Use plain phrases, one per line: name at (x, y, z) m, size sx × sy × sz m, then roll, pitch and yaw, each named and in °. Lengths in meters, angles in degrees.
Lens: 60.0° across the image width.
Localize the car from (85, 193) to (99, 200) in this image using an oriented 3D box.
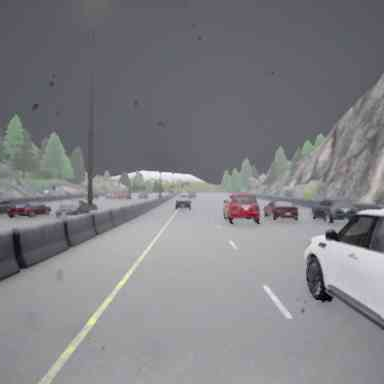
car at (-20.950, 0.928, 69.663) m, size 2.128 × 1.511 × 4.902 m, roll 0°, pitch 1°, yaw 0°

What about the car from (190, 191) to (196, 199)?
car at (0.055, 0.730, 75.694) m, size 2.033 × 1.411 × 5.357 m, roll 0°, pitch 1°, yaw 0°

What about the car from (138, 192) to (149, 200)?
car at (-10.449, 0.859, 71.878) m, size 1.837 × 1.490 × 4.892 m, roll 0°, pitch 1°, yaw 0°

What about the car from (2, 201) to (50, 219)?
car at (-14.075, 1.552, 28.954) m, size 1.895 × 1.301 × 4.718 m, roll 0°, pitch 0°, yaw 0°

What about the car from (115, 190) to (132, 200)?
car at (-13.950, 0.628, 69.623) m, size 2.150 × 2.045 × 5.566 m, roll 0°, pitch 1°, yaw 0°

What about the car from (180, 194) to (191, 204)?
car at (-1.010, 1.157, 56.125) m, size 1.812 × 1.442 × 4.674 m, roll 0°, pitch 1°, yaw 0°

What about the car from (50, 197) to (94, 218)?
car at (-10.573, 1.471, 29.767) m, size 1.812 × 1.442 × 4.674 m, roll 0°, pitch 0°, yaw 0°

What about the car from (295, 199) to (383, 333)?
car at (3.604, 1.237, 5.198) m, size 2.150 × 2.045 × 5.566 m, roll 0°, pitch 0°, yaw 0°

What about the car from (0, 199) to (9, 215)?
car at (-17.574, 1.451, 29.666) m, size 1.837 × 1.490 × 4.892 m, roll 0°, pitch 1°, yaw 0°

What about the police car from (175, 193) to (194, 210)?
police car at (-1.021, 1.274, 40.219) m, size 1.930 × 1.638 × 5.238 m, roll 0°, pitch 1°, yaw 0°

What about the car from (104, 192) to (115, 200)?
car at (-17.449, 0.714, 71.911) m, size 2.097 × 1.767 × 4.553 m, roll 0°, pitch 1°, yaw 0°

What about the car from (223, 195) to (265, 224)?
car at (3.618, 1.198, 24.886) m, size 2.150 × 2.045 × 5.566 m, roll 0°, pitch 0°, yaw 0°

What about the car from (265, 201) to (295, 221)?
car at (7.120, 1.441, 27.082) m, size 1.882 × 1.535 × 5.008 m, roll 0°, pitch 0°, yaw 0°

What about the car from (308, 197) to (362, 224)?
car at (10.618, 1.326, 25.121) m, size 2.097 × 1.767 × 4.553 m, roll 0°, pitch 0°, yaw 0°

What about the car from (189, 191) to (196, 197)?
car at (0.066, 0.480, 92.239) m, size 1.882 × 1.535 × 5.008 m, roll 0°, pitch 1°, yaw 0°
